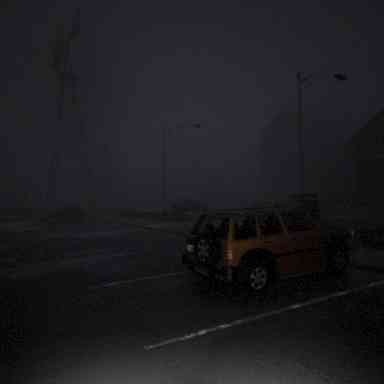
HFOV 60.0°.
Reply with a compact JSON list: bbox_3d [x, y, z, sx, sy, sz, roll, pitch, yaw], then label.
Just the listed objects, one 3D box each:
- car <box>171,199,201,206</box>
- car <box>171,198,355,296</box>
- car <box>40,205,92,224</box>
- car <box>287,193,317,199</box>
[{"bbox_3d":[-0.132,1.465,35.213,4.193,1.474,1.816,-2,0,-33],"label":"car"},{"bbox_3d":[1.995,1.243,8.440,4.605,1.855,1.932,-2,0,-33],"label":"car"},{"bbox_3d":[-10.303,1.778,27.251,3.905,1.438,1.784,-2,0,-33],"label":"car"},{"bbox_3d":[7.630,1.066,24.180,3.866,1.878,1.905,-2,0,-33],"label":"car"}]
